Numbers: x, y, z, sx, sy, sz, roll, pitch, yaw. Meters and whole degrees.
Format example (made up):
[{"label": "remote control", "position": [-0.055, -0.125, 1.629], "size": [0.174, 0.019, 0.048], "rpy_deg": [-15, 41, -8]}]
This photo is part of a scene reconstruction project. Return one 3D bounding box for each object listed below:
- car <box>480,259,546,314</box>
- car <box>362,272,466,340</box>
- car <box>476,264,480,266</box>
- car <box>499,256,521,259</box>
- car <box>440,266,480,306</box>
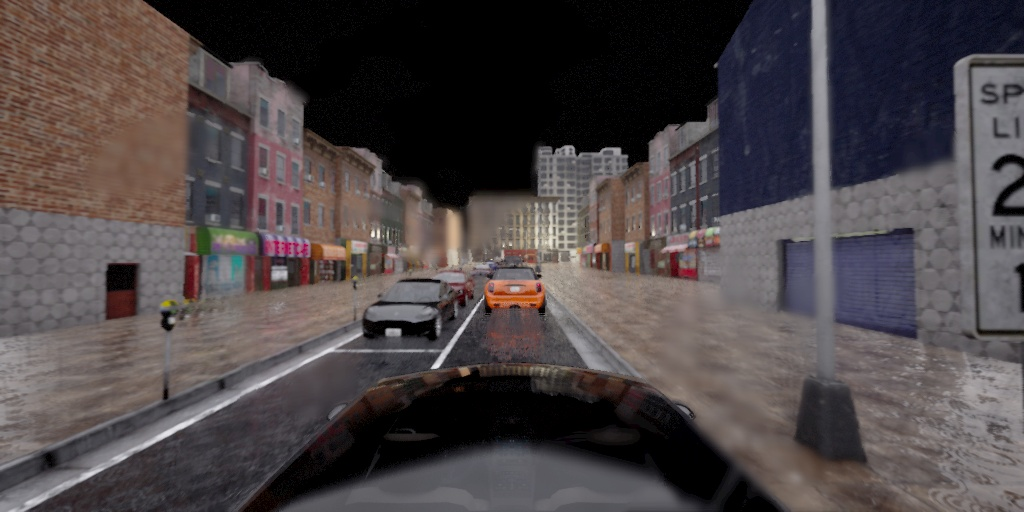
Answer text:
[{"label": "car", "position": [0.099, 1.108, 13.898], "size": [2.097, 1.767, 4.553], "rpy_deg": [0, 0, 0]}, {"label": "car", "position": [-2.637, 1.320, 10.131], "size": [1.948, 1.339, 4.313], "rpy_deg": [0, 0, 0]}, {"label": "car", "position": [-2.638, 1.352, 32.260], "size": [1.802, 1.307, 4.207], "rpy_deg": [0, 0, 0]}, {"label": "car", "position": [0.085, 0.997, 36.465], "size": [2.150, 2.045, 5.566], "rpy_deg": [0, 0, 0]}, {"label": "car", "position": [-2.637, 1.302, 15.663], "size": [1.888, 1.381, 4.507], "rpy_deg": [0, 0, 0]}]
